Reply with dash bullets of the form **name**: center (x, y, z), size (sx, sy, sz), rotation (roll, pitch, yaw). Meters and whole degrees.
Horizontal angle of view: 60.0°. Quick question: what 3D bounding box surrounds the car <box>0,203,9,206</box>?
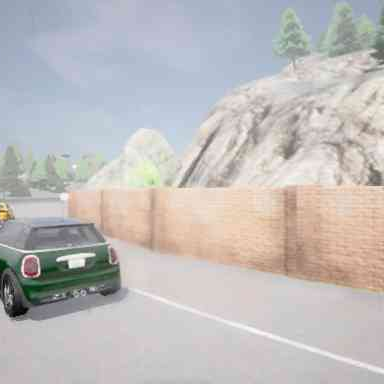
- **car**: center (-14.228, 1.518, 24.334), size (1.882, 1.535, 5.008), rotation (0, 0, -24)

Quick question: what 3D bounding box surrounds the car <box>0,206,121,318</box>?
- **car**: center (-3.591, 1.363, 7.818), size (2.097, 1.767, 4.553), rotation (0, 0, -42)
